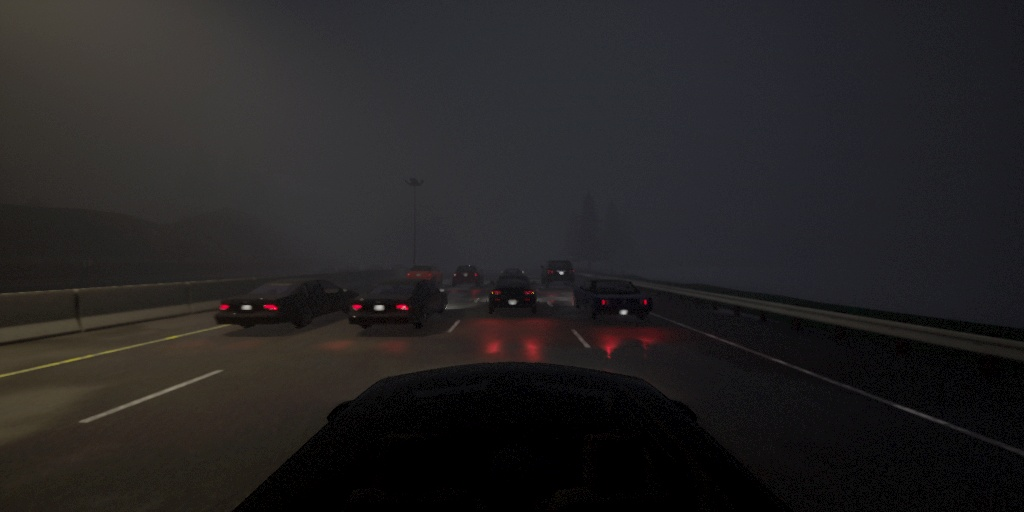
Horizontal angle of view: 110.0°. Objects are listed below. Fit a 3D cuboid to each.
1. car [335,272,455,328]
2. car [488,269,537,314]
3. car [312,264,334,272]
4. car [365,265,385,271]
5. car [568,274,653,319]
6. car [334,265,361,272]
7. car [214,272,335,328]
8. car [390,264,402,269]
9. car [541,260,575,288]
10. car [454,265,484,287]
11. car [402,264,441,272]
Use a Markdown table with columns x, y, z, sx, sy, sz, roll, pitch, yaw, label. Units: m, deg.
| x | y | z | sx | sy | sz | roll | pitch | yaw | label |
| --- | --- | --- | --- | --- | --- | --- | --- | --- | --- |
| -3.481 | 1.441 | 11.942 | 2.033 | 1.411 | 5.357 | 0 | -1 | 0 | car |
| 0.042 | 1.459 | 14.797 | 1.812 | 1.442 | 4.674 | 0 | -1 | 1 | car |
| -28.508 | 1.980 | 54.501 | 2.128 | 1.511 | 4.902 | 0 | -1 | -4 | car |
| -21.648 | 2.069 | 56.869 | 2.033 | 1.411 | 5.357 | 0 | -1 | -4 | car |
| 3.532 | 1.516 | 13.503 | 1.895 | 1.301 | 4.718 | 0 | -1 | 0 | car |
| -25.037 | 2.099 | 55.180 | 1.895 | 1.301 | 4.718 | 0 | -1 | -4 | car |
| -6.982 | 1.441 | 11.958 | 2.033 | 1.411 | 5.357 | 0 | -1 | 0 | car |
| -18.240 | 2.011 | 57.696 | 1.882 | 1.535 | 5.008 | 0 | -1 | -4 | car |
| 3.520 | 1.342 | 28.007 | 2.150 | 2.045 | 5.566 | 0 | -1 | 0 | car |
| -3.469 | 1.484 | 29.022 | 2.097 | 1.767 | 4.553 | 0 | -1 | 0 | car |
| -6.969 | 1.484 | 29.025 | 2.097 | 1.767 | 4.553 | 0 | -1 | 0 | car |
